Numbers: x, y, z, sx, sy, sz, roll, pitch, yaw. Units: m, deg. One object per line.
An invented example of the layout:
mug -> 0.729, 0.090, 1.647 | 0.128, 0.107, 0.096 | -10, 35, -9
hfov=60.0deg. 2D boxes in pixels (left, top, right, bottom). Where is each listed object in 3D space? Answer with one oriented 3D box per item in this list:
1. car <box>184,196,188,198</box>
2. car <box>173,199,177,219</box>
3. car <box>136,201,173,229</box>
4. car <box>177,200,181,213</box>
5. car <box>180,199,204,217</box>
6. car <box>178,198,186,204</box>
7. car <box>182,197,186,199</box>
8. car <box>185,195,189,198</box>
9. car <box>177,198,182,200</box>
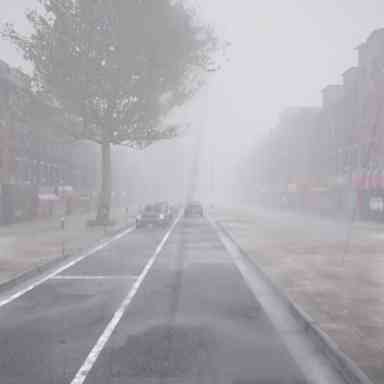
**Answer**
car -> -2.486, 2.210, 77.820 | 1.887, 1.381, 4.507 | -1, 0, 0
car -> -2.590, 1.626, 28.016 | 1.967, 1.590, 4.097 | -1, -1, 0
car -> -2.601, 1.576, 22.485 | 1.967, 1.590, 4.097 | -1, 0, 0
car -> -2.568, 1.890, 39.077 | 1.802, 1.307, 4.206 | -1, -1, 0
car -> 0.169, 1.746, 34.392 | 2.128, 1.511, 4.902 | 0, -1, 0
car -> -2.474, 2.280, 83.356 | 1.802, 1.307, 4.206 | 0, 0, 0
car -> -2.535, 1.931, 55.681 | 1.967, 1.590, 4.097 | -1, -1, 0
car -> -2.451, 2.308, 94.423 | 1.887, 1.381, 4.507 | 0, 0, 0
car -> -2.557, 1.923, 44.611 | 2.008, 1.369, 4.403 | -1, -1, 0
